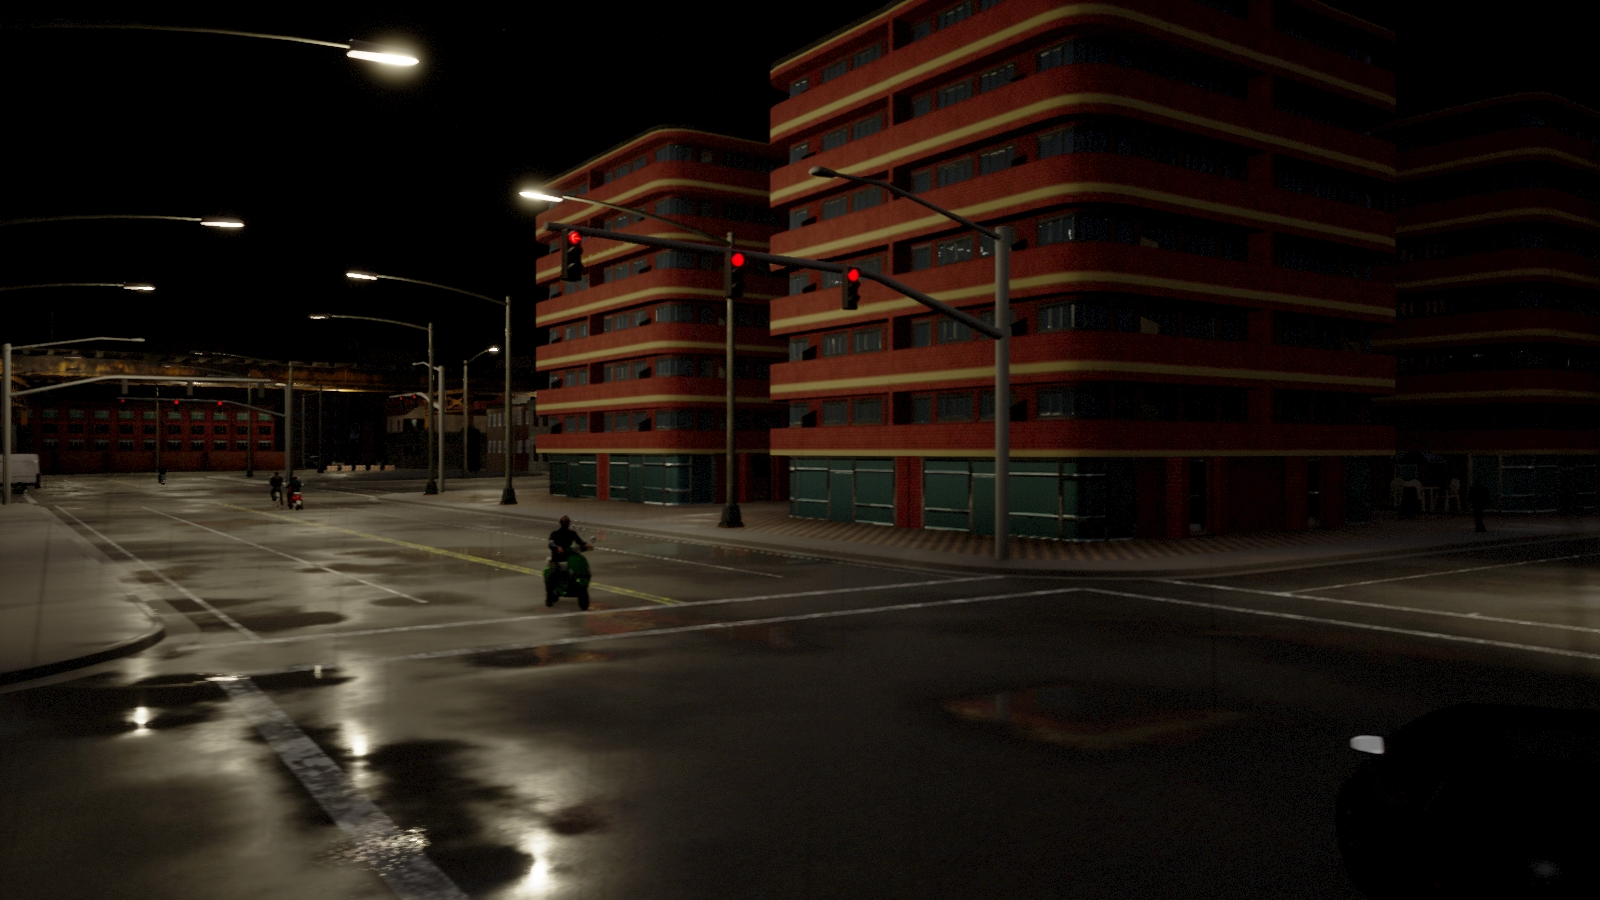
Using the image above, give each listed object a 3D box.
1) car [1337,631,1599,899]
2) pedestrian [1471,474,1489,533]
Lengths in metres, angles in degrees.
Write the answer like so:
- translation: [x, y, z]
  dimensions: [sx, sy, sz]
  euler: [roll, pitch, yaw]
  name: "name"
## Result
- translation: [3.853, 2.038, 5.571]
  dimensions: [2.007, 1.525, 4.514]
  euler: [0, 0, 22]
  name: "car"
- translation: [21.523, 1.689, 36.177]
  dimensions: [0.375, 1.860, 0.375]
  euler: [0, 0, -40]
  name: "pedestrian"
